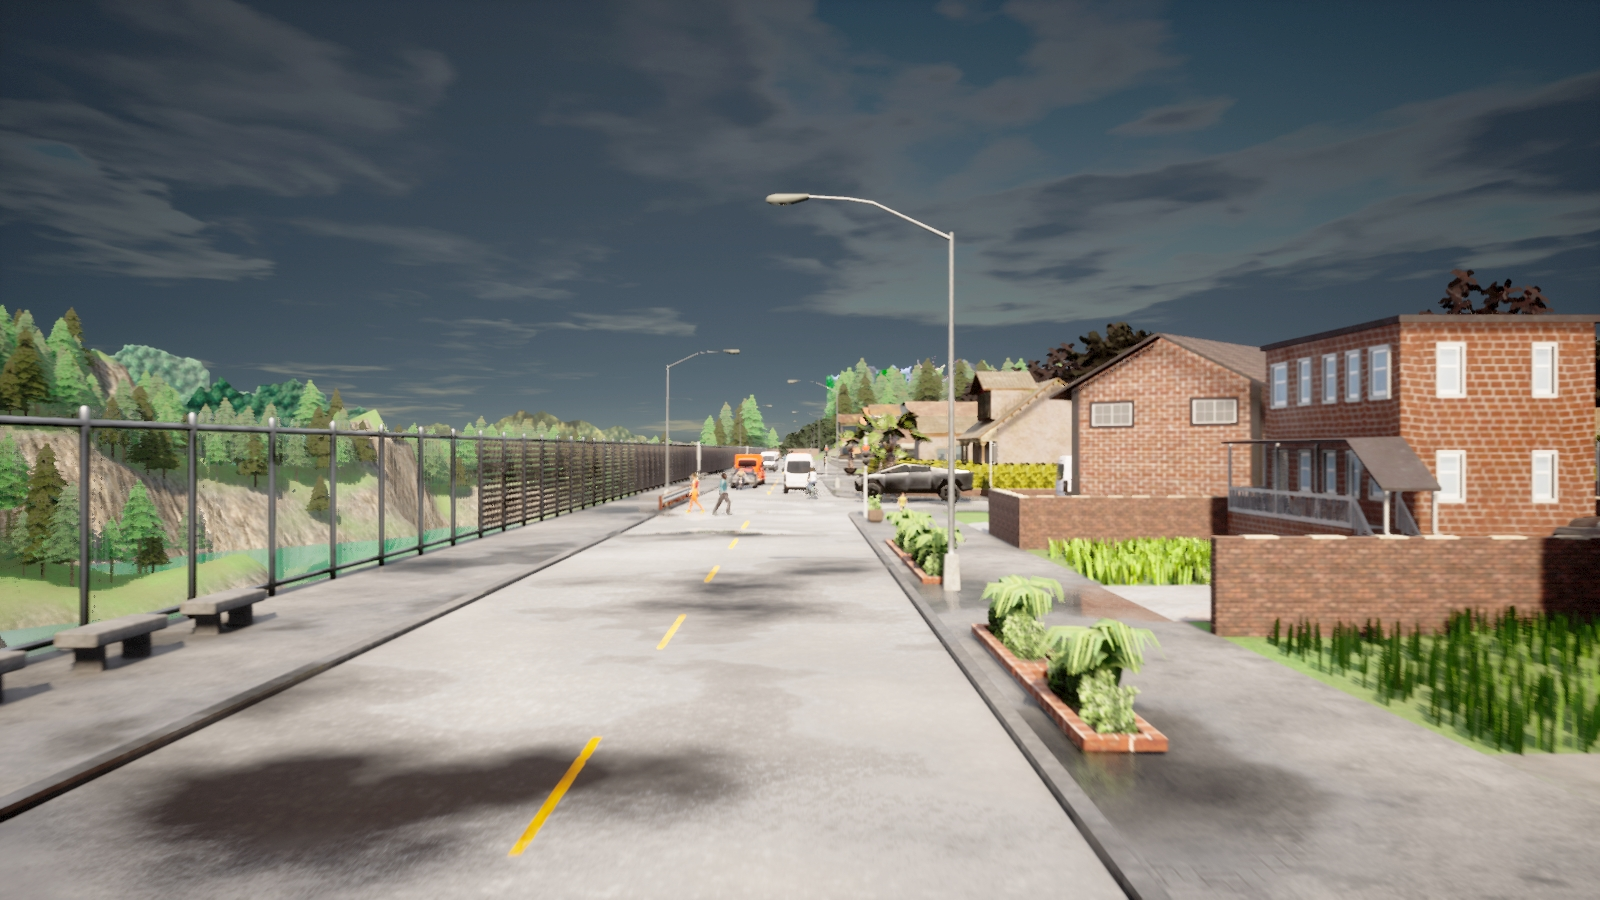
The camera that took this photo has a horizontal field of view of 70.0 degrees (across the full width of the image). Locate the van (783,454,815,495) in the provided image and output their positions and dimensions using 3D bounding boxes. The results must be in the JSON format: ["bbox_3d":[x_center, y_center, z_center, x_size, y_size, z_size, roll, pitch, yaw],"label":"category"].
[{"bbox_3d":[-0.063,1.534,75.032,1.988,2.561,5.915,0,0,0],"label":"van"}]

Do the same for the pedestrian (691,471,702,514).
[{"bbox_3d":[-4.476,1.849,49.542,0.375,1.860,0.375,0,0,17],"label":"pedestrian"}]

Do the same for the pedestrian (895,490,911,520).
[{"bbox_3d":[3.968,2.125,44.214,0.500,1.100,0.500,0,0,-11],"label":"pedestrian"}]

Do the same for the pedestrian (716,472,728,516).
[{"bbox_3d":[-3.286,1.849,48.366,0.375,1.860,0.375,0,0,22],"label":"pedestrian"}]

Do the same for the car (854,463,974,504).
[{"bbox_3d":[6.021,1.754,60.964,6.274,2.098,2.390,0,0,4],"label":"car"}]
